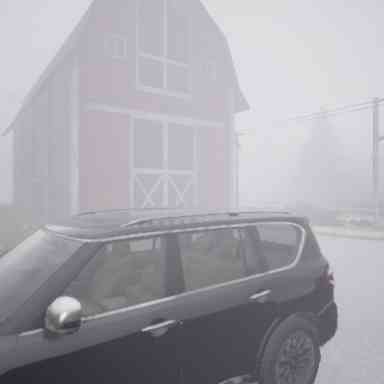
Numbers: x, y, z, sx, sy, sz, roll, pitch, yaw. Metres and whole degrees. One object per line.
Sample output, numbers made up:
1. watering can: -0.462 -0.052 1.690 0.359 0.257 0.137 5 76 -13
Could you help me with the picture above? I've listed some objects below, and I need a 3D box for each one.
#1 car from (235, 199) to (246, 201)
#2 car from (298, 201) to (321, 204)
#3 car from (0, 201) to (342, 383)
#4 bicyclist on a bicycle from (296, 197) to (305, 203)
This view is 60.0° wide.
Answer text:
1. car: 5.520 1.561 38.492 1.812 1.442 4.674 0 0 -34
2. car: 10.951 1.582 30.610 2.033 1.411 5.357 0 0 -35
3. car: -0.766 1.224 3.444 5.566 2.045 2.150 0 0 -36
4. bicyclist on a bicycle: 13.275 1.332 40.233 1.656 1.620 0.582 46 -25 -24
